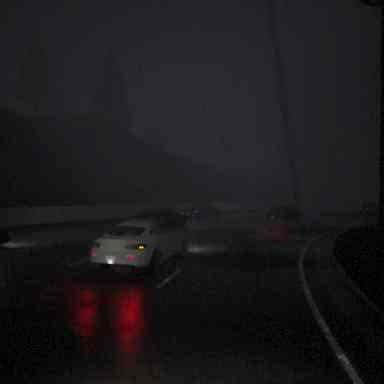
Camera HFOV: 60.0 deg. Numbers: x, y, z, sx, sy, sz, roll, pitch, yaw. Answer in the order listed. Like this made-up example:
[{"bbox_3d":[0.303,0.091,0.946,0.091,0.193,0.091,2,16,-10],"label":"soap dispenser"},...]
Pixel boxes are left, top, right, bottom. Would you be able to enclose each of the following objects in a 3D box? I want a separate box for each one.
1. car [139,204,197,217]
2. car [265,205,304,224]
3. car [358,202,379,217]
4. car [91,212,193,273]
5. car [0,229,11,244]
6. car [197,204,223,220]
[{"bbox_3d":[-1.748,1.645,20.034,1.882,1.535,5.008,0,-1,25],"label":"car"},{"bbox_3d":[7.963,1.824,28.382,2.128,1.511,4.902,0,-1,38],"label":"car"},{"bbox_3d":[20.584,1.886,37.927,2.097,1.767,4.553,0,-1,41],"label":"car"},{"bbox_3d":[-1.541,1.613,10.998,1.812,1.442,4.674,0,-1,15],"label":"car"},{"bbox_3d":[-8.930,1.571,11.433,2.033,1.411,5.357,0,-1,14],"label":"car"},{"bbox_3d":[1.036,1.820,31.143,1.812,1.442,4.674,0,-1,39],"label":"car"}]
